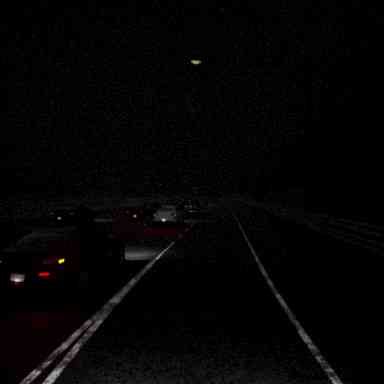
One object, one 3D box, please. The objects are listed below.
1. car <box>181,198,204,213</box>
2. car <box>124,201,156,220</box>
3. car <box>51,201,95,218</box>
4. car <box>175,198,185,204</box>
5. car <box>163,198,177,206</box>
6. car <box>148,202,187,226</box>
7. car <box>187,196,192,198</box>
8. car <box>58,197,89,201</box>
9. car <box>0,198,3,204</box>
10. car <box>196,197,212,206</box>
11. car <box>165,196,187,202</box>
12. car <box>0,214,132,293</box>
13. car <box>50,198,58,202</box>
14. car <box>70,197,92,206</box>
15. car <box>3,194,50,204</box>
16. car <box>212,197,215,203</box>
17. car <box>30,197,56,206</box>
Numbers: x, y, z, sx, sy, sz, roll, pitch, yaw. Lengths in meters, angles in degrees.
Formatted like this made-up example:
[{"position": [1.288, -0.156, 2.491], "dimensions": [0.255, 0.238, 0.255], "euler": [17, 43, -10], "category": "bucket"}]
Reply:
[{"position": [0.082, 1.927, 43.837], "dimensions": [2.033, 1.411, 5.357], "euler": [1, -1, 5], "category": "car"}, {"position": [-4.680, 1.802, 30.757], "dimensions": [1.895, 1.301, 4.718], "euler": [1, 0, 5], "category": "car"}, {"position": [-8.761, 1.620, 24.805], "dimensions": [1.812, 1.442, 4.674], "euler": [1, -1, 5], "category": "car"}, {"position": [-2.975, 2.375, 85.596], "dimensions": [1.994, 1.385, 4.181], "euler": [1, -1, 5], "category": "car"}, {"position": [-4.498, 2.090, 69.584], "dimensions": [2.128, 1.511, 4.902], "euler": [1, -1, 5], "category": "car"}, {"position": [-1.709, 1.718, 25.036], "dimensions": [1.812, 1.442, 4.674], "euler": [1, -1, 5], "category": "car"}, {"position": [-1.005, 1.856, 69.304], "dimensions": [2.150, 2.045, 5.566], "euler": [1, -1, 5], "category": "car"}, {"position": [-17.050, 1.669, 48.661], "dimensions": [1.882, 1.535, 5.008], "euler": [1, -1, 6], "category": "car"}, {"position": [-24.802, 1.499, 41.531], "dimensions": [1.882, 1.535, 5.008], "euler": [1, 0, 6], "category": "car"}, {"position": [2.471, 2.170, 68.919], "dimensions": [2.128, 1.511, 4.902], "euler": [1, -1, 5], "category": "car"}, {"position": [-2.466, 1.794, 53.968], "dimensions": [2.097, 1.767, 4.553], "euler": [1, -1, 5], "category": "car"}, {"position": [-3.244, 1.558, 8.919], "dimensions": [1.812, 1.442, 4.674], "euler": [1, -1, 5], "category": "car"}, {"position": [-23.063, 1.828, 59.227], "dimensions": [2.033, 1.411, 5.357], "euler": [1, -1, 5], "category": "car"}, {"position": [-19.576, 1.677, 58.897], "dimensions": [1.837, 1.490, 4.892], "euler": [1, -1, 5], "category": "car"}, {"position": [-21.154, 1.302, 42.796], "dimensions": [2.150, 2.045, 5.566], "euler": [1, 0, 6], "category": "car"}, {"position": [4.182, 2.494, 86.922], "dimensions": [1.994, 1.385, 4.181], "euler": [1, -1, 5], "category": "car"}, {"position": [-26.555, 1.674, 59.461], "dimensions": [2.128, 1.511, 4.902], "euler": [1, -1, 5], "category": "car"}]
